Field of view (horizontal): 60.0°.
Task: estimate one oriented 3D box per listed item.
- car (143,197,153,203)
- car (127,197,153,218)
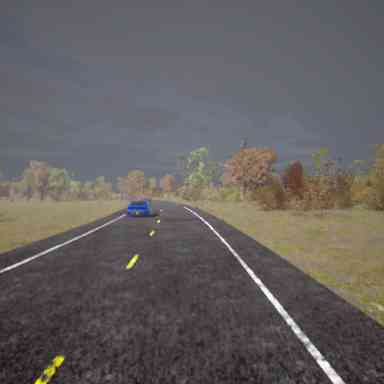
[{"bbox_3d":[-9.430,1.639,70.947,1.895,1.301,4.718,0,0,-9],"label":"car"},{"bbox_3d":[-4.726,1.474,30.020,1.882,1.535,5.008,0,0,-4],"label":"car"}]
